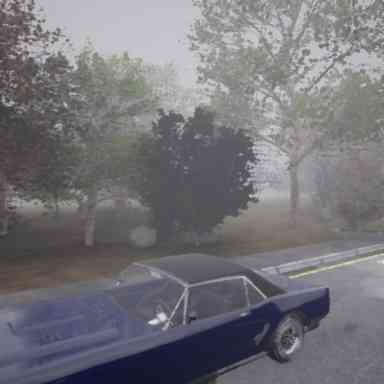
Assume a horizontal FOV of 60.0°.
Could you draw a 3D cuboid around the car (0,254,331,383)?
[{"bbox_3d":[-0.342,1.595,4.275,4.718,1.301,1.895,0,0,-36],"label":"car"}]
